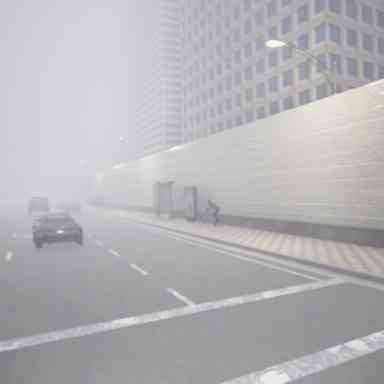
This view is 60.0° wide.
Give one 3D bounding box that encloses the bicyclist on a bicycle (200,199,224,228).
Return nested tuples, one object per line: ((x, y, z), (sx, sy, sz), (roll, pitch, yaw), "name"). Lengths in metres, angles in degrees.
((1.156, 1.248, 19.165), (1.656, 1.620, 0.582), (-1, 0, -26), "bicyclist on a bicycle")

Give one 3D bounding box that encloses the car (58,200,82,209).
((-14.538, 1.742, 40.120), (2.128, 1.511, 4.902), (-1, 0, -26), "car")

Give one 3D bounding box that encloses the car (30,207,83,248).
((-6.409, 1.662, 15.758), (1.994, 1.385, 4.181), (-1, 0, -26), "car")

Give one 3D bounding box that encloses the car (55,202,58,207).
((-19.076, 1.902, 49.298), (1.994, 1.385, 4.181), (-1, 0, -26), "car")

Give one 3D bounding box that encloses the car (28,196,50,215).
((-17.669, 1.537, 38.487), (2.150, 2.045, 5.566), (-1, 0, -25), "car")
